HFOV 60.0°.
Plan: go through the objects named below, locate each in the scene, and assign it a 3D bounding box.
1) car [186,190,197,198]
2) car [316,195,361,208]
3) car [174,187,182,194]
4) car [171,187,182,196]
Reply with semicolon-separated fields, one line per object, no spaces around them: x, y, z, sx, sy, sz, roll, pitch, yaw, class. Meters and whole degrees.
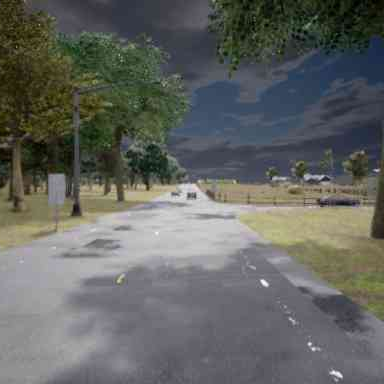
-0.019;0.416;63.358;2.128;1.511;4.902;0;1;0;car
15.846;1.013;36.055;4.674;1.442;1.812;0;0;-1;car
-3.660;-0.447;88.667;2.097;1.767;4.553;0;2;0;car
-3.631;0.194;72.822;1.812;1.442;4.674;0;2;0;car
